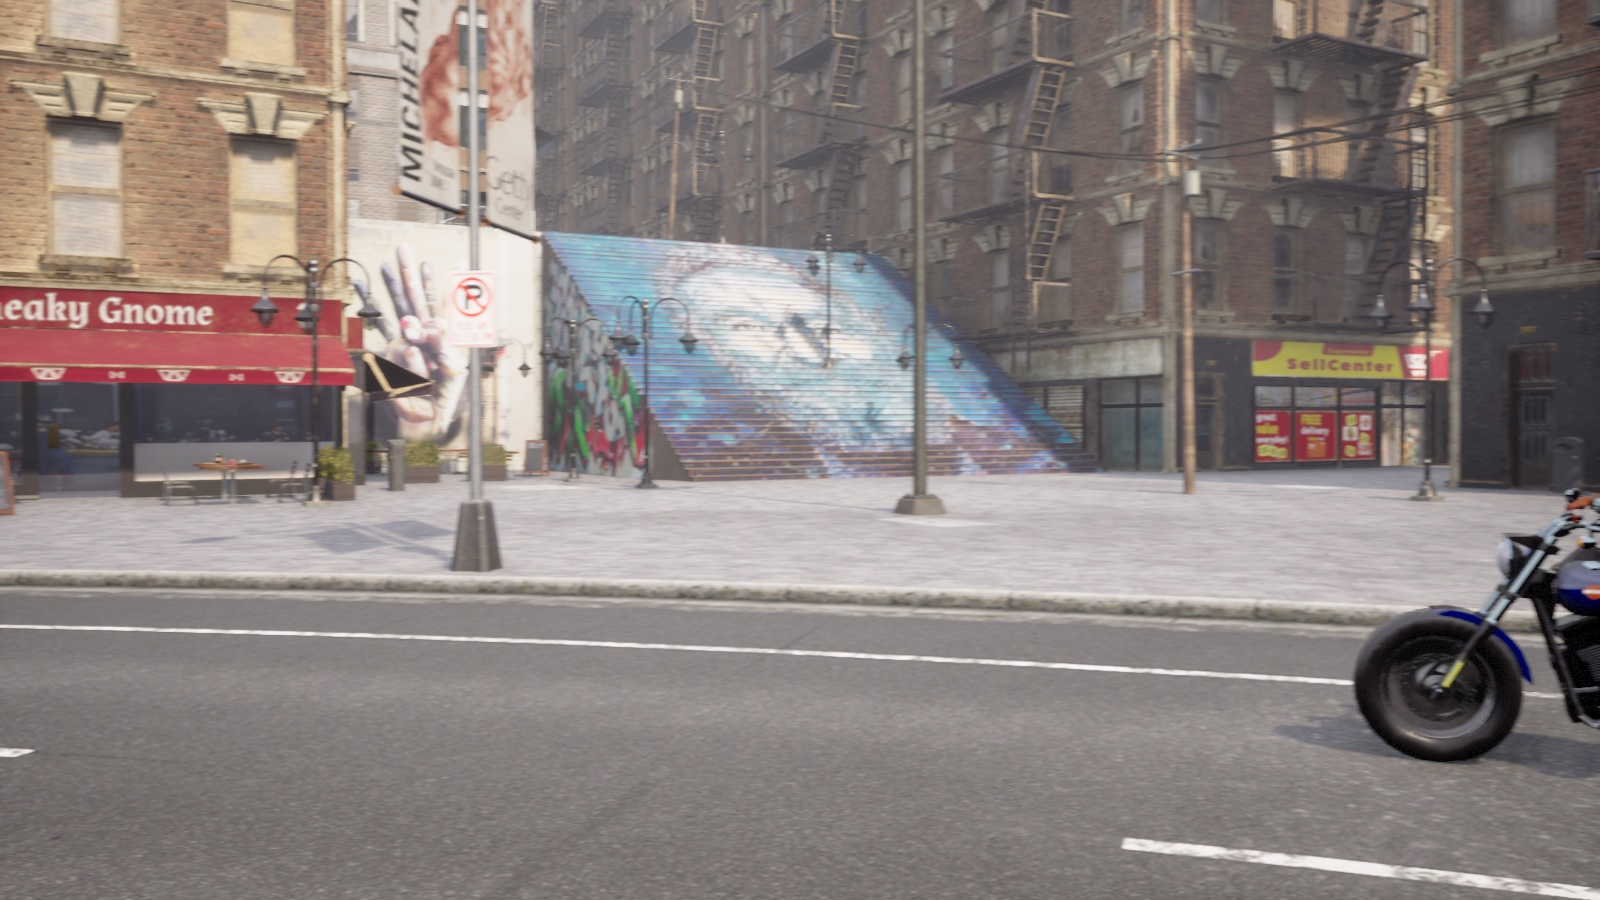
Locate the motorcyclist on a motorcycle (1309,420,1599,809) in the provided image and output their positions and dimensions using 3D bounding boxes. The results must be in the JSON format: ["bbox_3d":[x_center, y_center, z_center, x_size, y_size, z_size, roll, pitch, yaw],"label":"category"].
[{"bbox_3d":[3.572,0.690,5.651,2.350,1.649,0.766,0,1,23],"label":"motorcyclist on a motorcycle"}]
